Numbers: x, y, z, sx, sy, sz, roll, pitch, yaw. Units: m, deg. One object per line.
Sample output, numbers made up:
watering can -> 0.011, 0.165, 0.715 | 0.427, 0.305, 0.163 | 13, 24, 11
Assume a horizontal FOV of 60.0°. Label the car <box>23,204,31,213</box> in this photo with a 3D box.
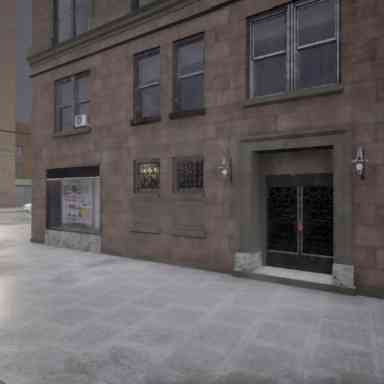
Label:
car -> -15.660, 1.438, 35.778 | 1.812, 1.442, 4.674 | 0, 0, 35
